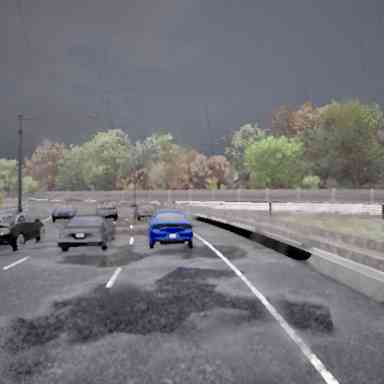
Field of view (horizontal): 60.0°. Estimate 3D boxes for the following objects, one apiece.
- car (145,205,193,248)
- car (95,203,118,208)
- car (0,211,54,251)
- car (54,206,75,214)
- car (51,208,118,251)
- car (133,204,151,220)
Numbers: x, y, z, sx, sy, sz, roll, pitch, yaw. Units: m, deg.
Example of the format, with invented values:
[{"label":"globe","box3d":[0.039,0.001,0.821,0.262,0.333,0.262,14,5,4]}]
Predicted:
[{"label":"car","box3d":[-1.130,1.627,15.835,1.882,1.535,5.008,0,0,-8]},{"label":"car","box3d":[-7.861,1.783,30.584,2.128,1.511,4.902,0,0,-16]},{"label":"car","box3d":[-8.038,1.634,14.716,2.128,1.511,4.902,0,0,-8]},{"label":"car","box3d":[-11.165,1.881,29.437,1.895,1.301,4.718,0,-1,-16]},{"label":"car","box3d":[-4.521,1.689,14.892,2.033,1.411,5.357,0,-1,-8]},{"label":"car","box3d":[-4.400,1.842,31.247,2.033,1.411,5.357,0,-1,-16]}]
